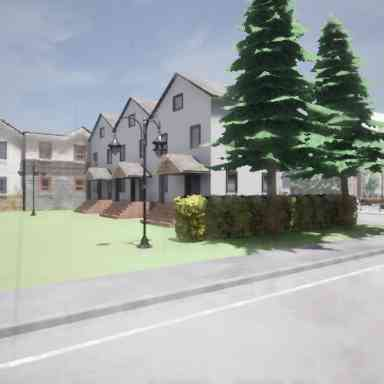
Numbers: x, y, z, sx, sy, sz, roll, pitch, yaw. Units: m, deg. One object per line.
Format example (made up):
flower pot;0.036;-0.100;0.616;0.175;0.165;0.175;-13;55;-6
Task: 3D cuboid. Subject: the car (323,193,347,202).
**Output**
car;32.120;1.158;74.719;1.932;1.855;4.605;0;0;-36

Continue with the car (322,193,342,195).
car;30.005;1.135;72.685;1.905;1.878;3.866;0;0;-36

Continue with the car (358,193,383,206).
car;27.252;1.142;49.265;1.932;1.855;4.605;0;0;-36
